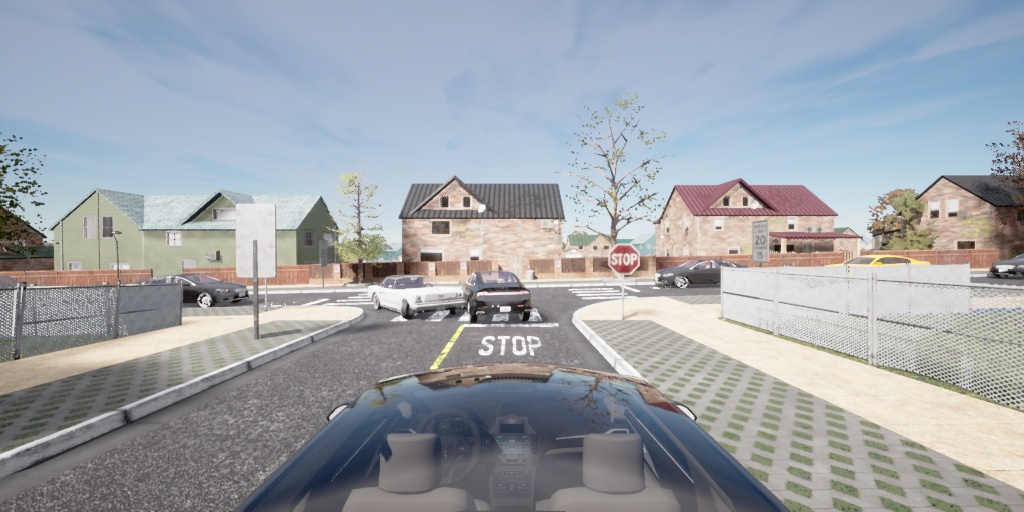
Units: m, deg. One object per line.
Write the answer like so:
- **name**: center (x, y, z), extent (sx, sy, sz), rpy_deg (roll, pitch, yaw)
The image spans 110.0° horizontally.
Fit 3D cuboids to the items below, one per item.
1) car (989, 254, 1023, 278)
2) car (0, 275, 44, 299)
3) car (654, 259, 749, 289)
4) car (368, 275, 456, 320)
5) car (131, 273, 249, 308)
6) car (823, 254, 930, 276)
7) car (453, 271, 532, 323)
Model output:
- **car**: center (29.383, 0.478, 19.662), extent (4.902, 1.511, 2.128), rpy_deg (-1, 1, 0)
- **car**: center (-24.241, 1.648, 16.489), extent (4.553, 1.767, 2.097), rpy_deg (-1, 1, 0)
- **car**: center (10.328, 0.926, 19.587), extent (4.902, 1.511, 2.128), rpy_deg (-1, 1, 0)
- **car**: center (-3.603, 1.368, 13.036), extent (1.895, 1.301, 4.718), rpy_deg (0, 0, -38)
- **car**: center (-14.904, 1.567, 16.531), extent (4.902, 1.511, 2.128), rpy_deg (-1, 1, 0)
- **car**: center (19.759, 0.690, 19.624), extent (5.008, 1.535, 1.882), rpy_deg (-1, 1, -1)
- **car**: center (-0.687, 1.243, 12.177), extent (2.128, 1.511, 4.902), rpy_deg (0, 0, -12)
